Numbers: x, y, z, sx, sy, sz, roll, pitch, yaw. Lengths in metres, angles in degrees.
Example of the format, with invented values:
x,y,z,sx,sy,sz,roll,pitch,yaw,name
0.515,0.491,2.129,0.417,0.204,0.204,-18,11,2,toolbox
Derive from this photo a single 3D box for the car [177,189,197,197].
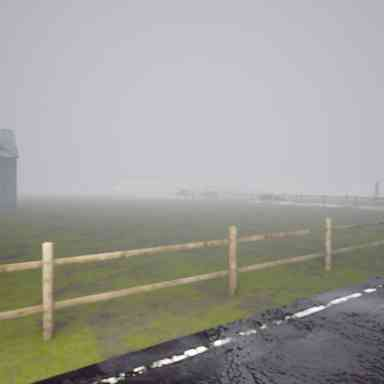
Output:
x,y,z,sx,sy,sz,roll,pitch,yaw,name
-1.182,0.181,72.197,1.837,1.490,4.892,0,1,-35,car

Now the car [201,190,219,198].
x,y,z,sx,sy,sz,roll,pitch,yaw,name
3.377,0.416,65.851,1.837,1.490,4.892,0,1,-35,car

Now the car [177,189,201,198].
x,y,z,sx,sy,sz,roll,pitch,yaw,name
-1.006,0.217,65.910,2.097,1.767,4.553,0,1,-35,car

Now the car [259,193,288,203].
x,y,z,sx,sy,sz,roll,pitch,yaw,name
11.748,0.824,47.848,1.994,1.385,4.181,0,1,-35,car
